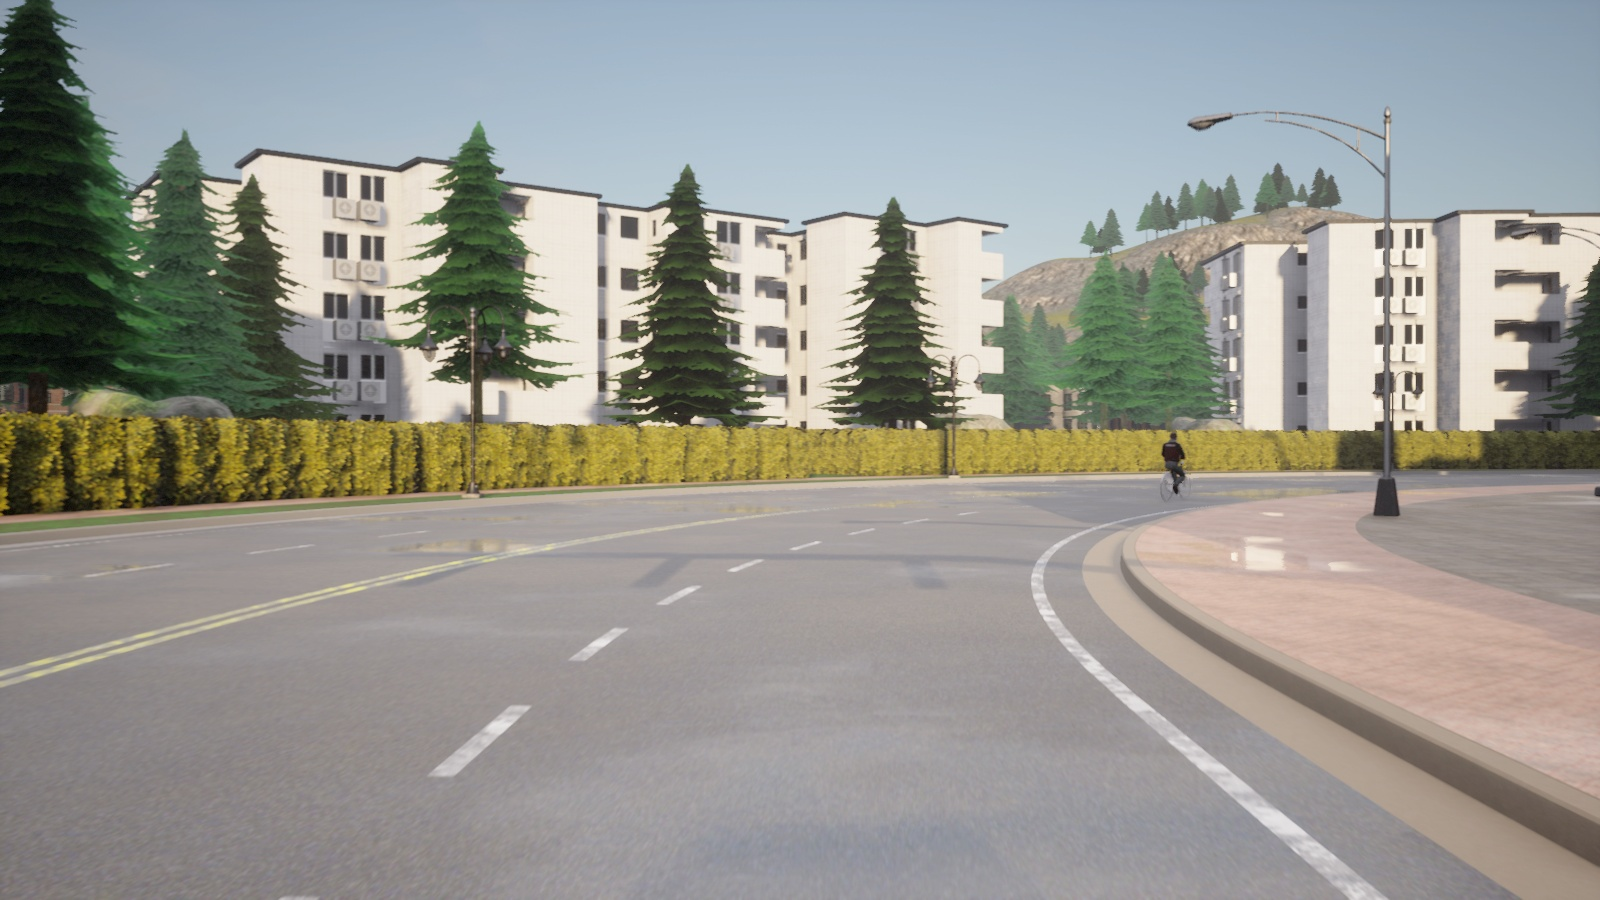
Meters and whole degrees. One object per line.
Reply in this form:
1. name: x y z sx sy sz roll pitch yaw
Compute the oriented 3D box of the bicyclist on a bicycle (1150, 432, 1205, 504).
1. bicyclist on a bicycle: 9.605 0.446 31.954 0.659 1.776 1.843 1 1 40
